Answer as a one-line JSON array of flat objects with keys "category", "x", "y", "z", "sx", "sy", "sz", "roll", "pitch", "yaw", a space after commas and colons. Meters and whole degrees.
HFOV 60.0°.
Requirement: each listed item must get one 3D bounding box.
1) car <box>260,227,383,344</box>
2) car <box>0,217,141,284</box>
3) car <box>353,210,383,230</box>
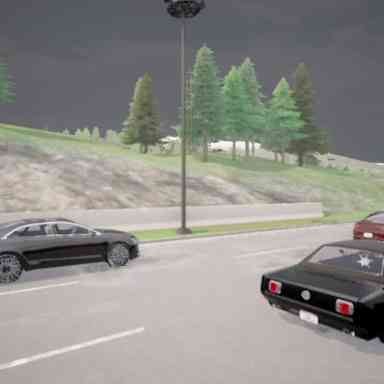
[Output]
[{"category": "car", "x": 3.570, "y": 1.592, "z": 6.300, "sx": 4.718, "sy": 1.301, "sz": 1.895, "roll": 0, "pitch": 0, "yaw": -36}, {"category": "car", "x": -3.872, "y": 1.490, "z": 9.585, "sx": 4.902, "sy": 1.511, "sz": 2.128, "roll": 0, "pitch": 0, "yaw": -36}, {"category": "car", "x": 8.720, "y": 1.506, "z": 14.218, "sx": 4.674, "sy": 1.442, "sz": 1.812, "roll": 0, "pitch": 0, "yaw": -35}]
